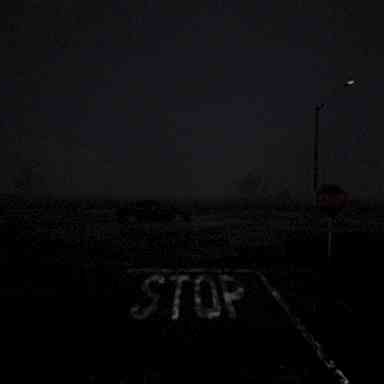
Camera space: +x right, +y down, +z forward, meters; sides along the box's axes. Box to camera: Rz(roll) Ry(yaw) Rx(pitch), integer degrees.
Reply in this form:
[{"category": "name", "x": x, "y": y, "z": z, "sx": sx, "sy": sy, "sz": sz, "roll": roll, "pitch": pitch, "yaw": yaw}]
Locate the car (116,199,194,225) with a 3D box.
[{"category": "car", "x": -2.307, "y": 1.207, "z": 20.995, "sx": 4.892, "sy": 1.490, "sz": 1.837, "roll": 0, "pitch": 1, "yaw": 0}]
